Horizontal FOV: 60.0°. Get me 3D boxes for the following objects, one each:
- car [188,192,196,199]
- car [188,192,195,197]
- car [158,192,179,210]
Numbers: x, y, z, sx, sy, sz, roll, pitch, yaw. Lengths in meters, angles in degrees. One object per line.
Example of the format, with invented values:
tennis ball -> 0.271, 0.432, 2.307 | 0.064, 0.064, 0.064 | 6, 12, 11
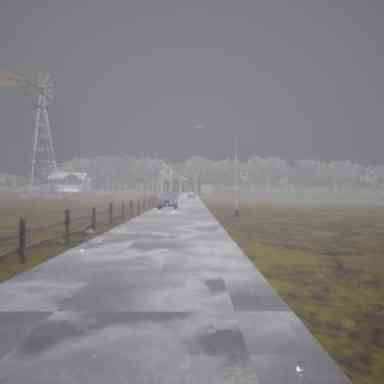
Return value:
car -> -0.074, 0.851, 81.777 | 1.882, 1.535, 5.008 | 0, 1, 0
car -> -0.084, 0.650, 92.193 | 1.837, 1.490, 4.892 | 0, 1, 0
car -> -2.785, 1.021, 39.462 | 2.150, 2.045, 5.566 | 0, 0, 0
